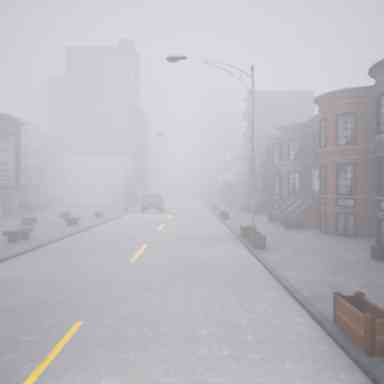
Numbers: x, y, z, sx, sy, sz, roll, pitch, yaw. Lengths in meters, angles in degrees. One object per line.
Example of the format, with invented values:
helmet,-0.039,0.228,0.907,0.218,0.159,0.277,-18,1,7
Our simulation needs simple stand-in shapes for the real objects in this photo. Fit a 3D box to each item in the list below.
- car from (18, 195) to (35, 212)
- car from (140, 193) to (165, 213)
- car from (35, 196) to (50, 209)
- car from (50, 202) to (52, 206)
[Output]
car,-19.094,1.104,34.968,3.866,1.878,1.905,0,0,10
car,-4.121,1.083,35.525,2.150,2.045,5.566,0,0,0
car,-19.329,1.198,38.070,4.611,1.667,2.242,0,0,10
car,-19.474,1.254,41.021,4.193,1.474,1.816,0,0,10
